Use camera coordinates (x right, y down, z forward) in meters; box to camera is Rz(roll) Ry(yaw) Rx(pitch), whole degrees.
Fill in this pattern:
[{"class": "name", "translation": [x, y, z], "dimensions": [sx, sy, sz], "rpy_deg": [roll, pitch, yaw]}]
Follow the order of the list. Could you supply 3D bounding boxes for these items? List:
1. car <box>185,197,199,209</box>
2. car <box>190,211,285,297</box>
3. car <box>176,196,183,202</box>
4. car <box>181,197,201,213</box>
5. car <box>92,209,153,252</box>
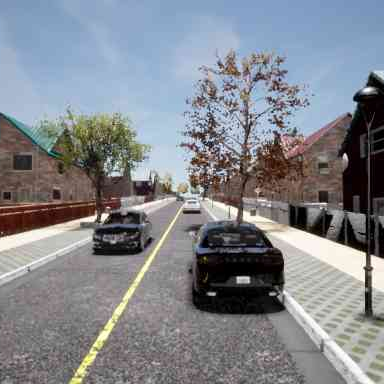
[{"class": "car", "translation": [-0.034, 1.540, 47.185], "dimensions": [1.882, 1.535, 5.008], "rpy_deg": [0, 0, 0]}, {"class": "car", "translation": [0.948, 1.487, 8.664], "dimensions": [1.882, 1.535, 5.008], "rpy_deg": [0, 0, 0]}, {"class": "car", "translation": [-2.902, 1.675, 82.044], "dimensions": [1.812, 1.442, 4.674], "rpy_deg": [0, 0, 0]}, {"class": "car", "translation": [0.006, 1.573, 36.944], "dimensions": [1.812, 1.442, 4.674], "rpy_deg": [0, 0, 0]}, {"class": "car", "translation": [-2.775, 1.520, 14.105], "dimensions": [1.837, 1.490, 4.892], "rpy_deg": [0, 0, 0]}]
